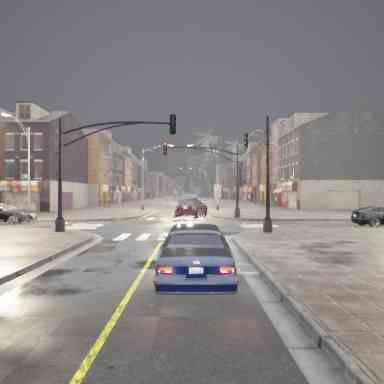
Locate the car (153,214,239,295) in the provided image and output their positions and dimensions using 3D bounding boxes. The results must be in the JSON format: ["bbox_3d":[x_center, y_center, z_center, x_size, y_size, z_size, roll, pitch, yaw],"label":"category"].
[{"bbox_3d":[0.080,1.549,8.885,2.033,1.411,5.357,0,0,0],"label":"car"}]

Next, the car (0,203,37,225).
[{"bbox_3d":[-13.633,1.537,23.567,4.902,1.511,2.128,0,0,0],"label":"car"}]

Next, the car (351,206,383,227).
[{"bbox_3d":[12.351,1.522,21.002,4.313,1.339,1.947,0,0,0],"label":"car"}]

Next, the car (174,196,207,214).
[{"bbox_3d":[-0.036,1.366,29.940,2.097,1.767,4.553,0,0,15],"label":"car"}]

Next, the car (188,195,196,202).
[{"bbox_3d":[0.002,1.548,75.819,1.882,1.535,5.008,0,0,0],"label":"car"}]
